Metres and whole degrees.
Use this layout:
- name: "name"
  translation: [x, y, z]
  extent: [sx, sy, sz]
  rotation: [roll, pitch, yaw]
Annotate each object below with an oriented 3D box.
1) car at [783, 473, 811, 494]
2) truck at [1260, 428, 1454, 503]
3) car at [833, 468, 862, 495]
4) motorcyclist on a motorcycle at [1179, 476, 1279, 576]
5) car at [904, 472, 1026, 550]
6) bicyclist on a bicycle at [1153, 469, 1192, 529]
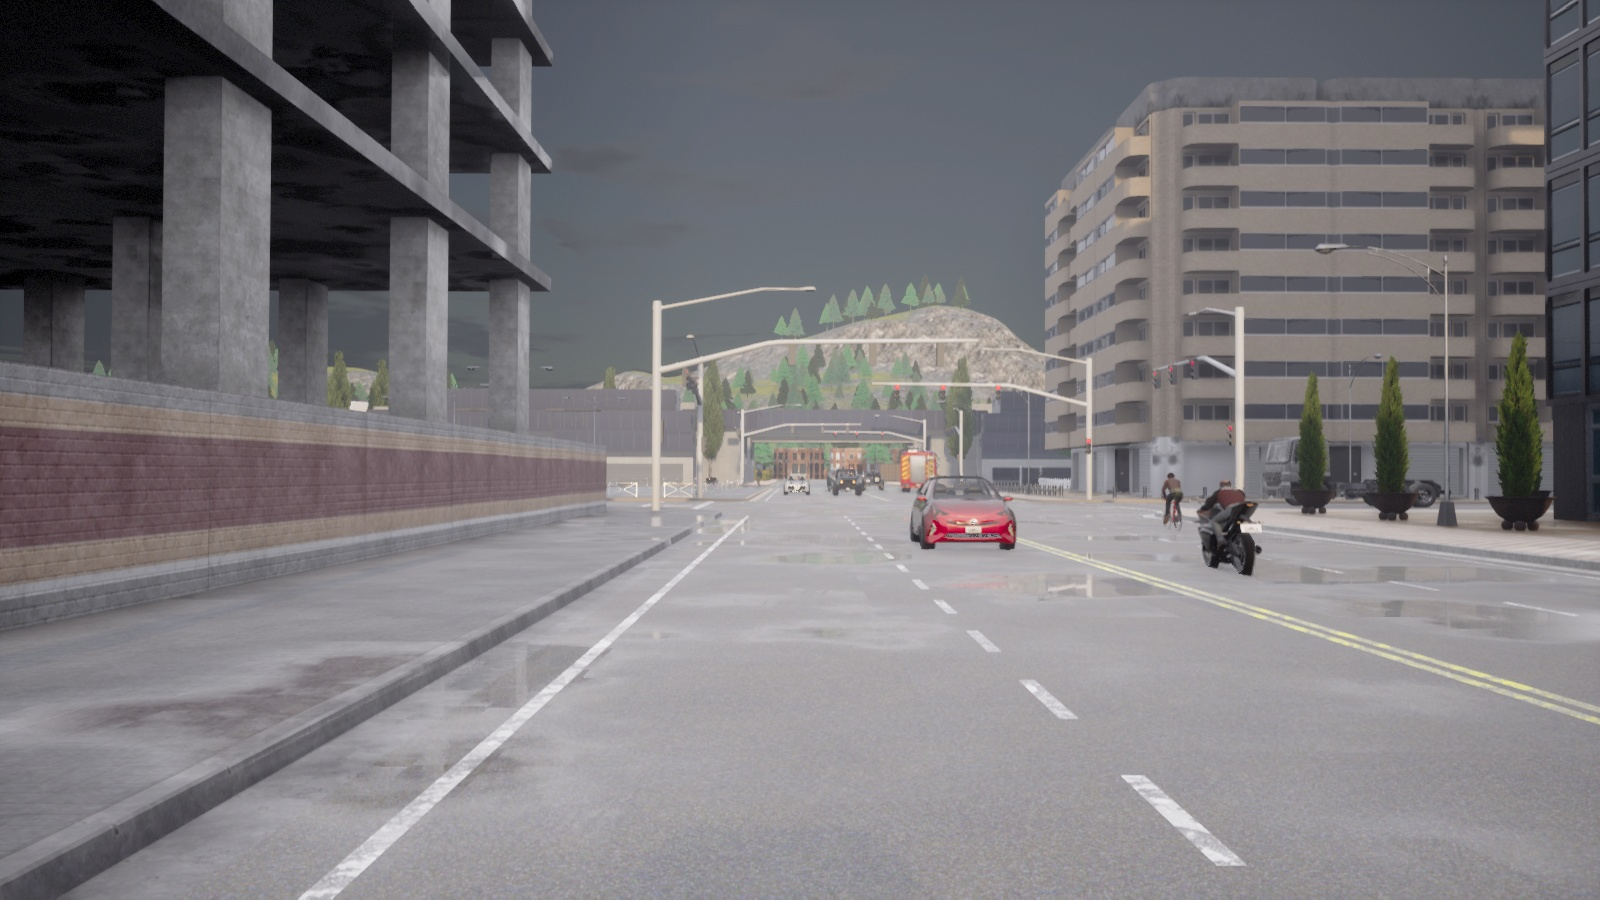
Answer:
- name: "car"
  translation: [-0.207, 2.394, 89.495]
  extent: [1.970, 1.475, 3.806]
  rotation: [0, -1, 0]
- name: "truck"
  translation: [26.550, 0.755, 60.098]
  extent: [7.936, 3.462, 2.891]
  rotation: [0, -1, 0]
- name: "car"
  translation: [3.297, 2.174, 87.515]
  extent: [1.905, 1.878, 3.866]
  rotation: [0, -1, 0]
- name: "motorcyclist on a motorcycle"
  translation: [6.953, 1.193, 20.488]
  extent: [0.866, 1.530, 2.191]
  rotation: [0, -1, 0]
- name: "car"
  translation: [3.437, 1.236, 27.001]
  extent: [2.007, 1.525, 4.514]
  rotation: [0, -1, 0]
- name: "bicyclist on a bicycle"
  translation: [10.419, 1.361, 35.169]
  extent: [0.582, 1.620, 1.656]
  rotation: [0, -1, 0]
